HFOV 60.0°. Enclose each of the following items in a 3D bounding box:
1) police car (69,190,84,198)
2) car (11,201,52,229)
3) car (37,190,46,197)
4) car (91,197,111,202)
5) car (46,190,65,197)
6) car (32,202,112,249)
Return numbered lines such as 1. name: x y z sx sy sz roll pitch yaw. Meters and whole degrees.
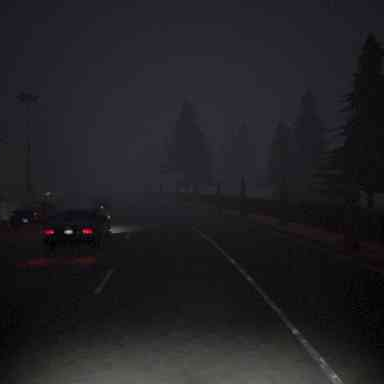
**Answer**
1. police car: -24.281 0.445 69.718 1.930 1.638 5.238 -1 1 -39
2. car: -9.076 1.252 19.508 1.812 1.442 4.674 0 1 -11
3. car: -36.527 0.306 82.375 5.366 1.575 1.801 1 1 41
4. car: -9.193 1.127 33.388 1.895 1.301 4.718 0 1 -19
5. car: -31.722 0.366 77.880 5.366 1.575 1.801 1 1 45
6. car: -4.486 1.354 13.609 2.033 1.411 5.357 0 1 -8
